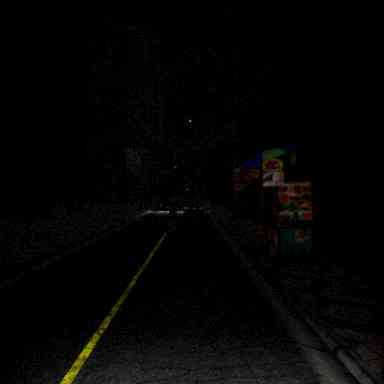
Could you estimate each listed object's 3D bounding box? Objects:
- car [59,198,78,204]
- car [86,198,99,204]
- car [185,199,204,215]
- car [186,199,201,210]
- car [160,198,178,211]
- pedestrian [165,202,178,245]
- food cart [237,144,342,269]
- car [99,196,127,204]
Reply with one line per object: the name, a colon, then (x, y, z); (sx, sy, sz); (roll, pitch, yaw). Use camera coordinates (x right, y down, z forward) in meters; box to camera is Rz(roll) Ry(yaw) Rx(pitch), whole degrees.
car: (-24.226, 1.873, 65.941); (4.206, 1.307, 1.802); (0, -2, 0)
car: (-18.739, 1.854, 65.926); (4.313, 1.339, 1.947); (0, -2, 0)
car: (0.227, 1.606, 34.133); (2.033, 1.411, 5.357); (0, 0, 0)
car: (0.215, 1.654, 45.118); (1.994, 1.385, 4.181); (0, 0, 2)
car: (-2.891, 1.587, 42.165); (1.837, 1.490, 4.892); (0, -1, 1)
pedestrian: (-0.817, 1.308, 14.225); (0.375, 1.860, 0.375); (2, -2, -10)
food cart: (3.134, 0.477, 11.973); (2.280, 3.560, 4.660); (-2, -2, 0)
car: (-13.309, 1.481, 57.394); (4.097, 1.590, 1.967); (0, -2, -1)
